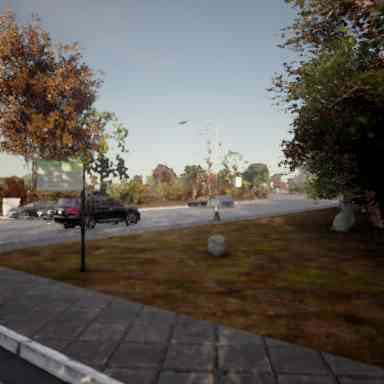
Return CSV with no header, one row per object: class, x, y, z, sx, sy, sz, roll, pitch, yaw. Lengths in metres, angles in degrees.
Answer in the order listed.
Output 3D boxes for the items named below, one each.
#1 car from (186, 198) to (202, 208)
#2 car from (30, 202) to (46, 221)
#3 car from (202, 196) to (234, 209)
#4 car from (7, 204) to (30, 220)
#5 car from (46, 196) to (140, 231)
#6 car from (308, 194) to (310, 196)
car,1.306,1.578,47.376,1.895,1.301,4.718,0,0,37
car,-10.051,1.535,27.202,2.128,1.511,4.902,0,0,39
car,3.859,1.325,44.960,2.097,1.767,4.553,0,0,37
car,-13.337,1.576,28.698,1.812,1.442,4.674,0,0,39
car,-5.850,1.258,21.083,2.150,2.045,5.566,0,0,39
car,32.056,1.119,88.755,1.837,1.490,4.892,0,0,19
